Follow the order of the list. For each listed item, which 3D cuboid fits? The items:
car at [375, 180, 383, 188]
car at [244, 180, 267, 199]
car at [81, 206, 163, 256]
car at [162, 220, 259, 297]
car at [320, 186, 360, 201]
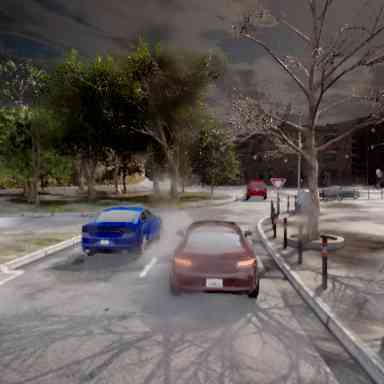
[{"bbox_3d":[35.115,-1.606,59.364,2.185,1.767,4.553,-1,4,-15],"label":"car"},{"bbox_3d":[7.232,-0.309,38.044,2.150,2.045,5.566,1,3,6],"label":"car"},{"bbox_3d":[-2.363,1.267,12.380,1.882,1.535,5.008,0,2,6],"label":"car"},{"bbox_3d":[0.544,1.428,8.281,1.812,1.442,4.674,0,1,4],"label":"car"},{"bbox_3d":[15.953,0.072,35.807,4.902,1.511,2.128,-2,4,-29],"label":"car"}]
